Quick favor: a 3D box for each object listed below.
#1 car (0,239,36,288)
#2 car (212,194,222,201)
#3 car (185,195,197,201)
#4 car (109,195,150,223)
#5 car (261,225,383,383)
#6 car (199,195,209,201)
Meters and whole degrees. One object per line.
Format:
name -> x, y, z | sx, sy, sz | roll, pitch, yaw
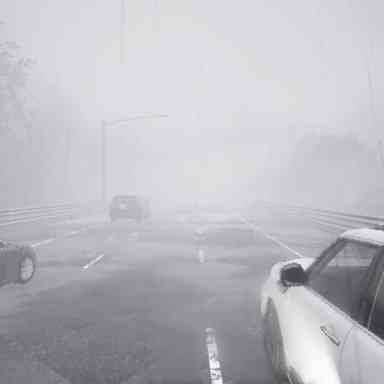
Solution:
car -> -4.945, 1.508, 6.663 | 1.837, 1.490, 4.892 | 0, 0, 0
car -> 6.431, 1.436, 86.264 | 2.097, 1.767, 4.553 | 0, 0, 6
car -> -0.657, 1.620, 85.767 | 2.033, 1.411, 5.357 | 0, 0, 6
car -> -4.651, 1.232, 25.397 | 2.150, 2.045, 5.566 | 0, 0, 2
car -> 2.027, 1.222, 2.270 | 2.150, 2.045, 5.566 | 0, 0, 0
car -> 2.872, 1.675, 85.870 | 1.895, 1.301, 4.718 | 0, 0, 6
